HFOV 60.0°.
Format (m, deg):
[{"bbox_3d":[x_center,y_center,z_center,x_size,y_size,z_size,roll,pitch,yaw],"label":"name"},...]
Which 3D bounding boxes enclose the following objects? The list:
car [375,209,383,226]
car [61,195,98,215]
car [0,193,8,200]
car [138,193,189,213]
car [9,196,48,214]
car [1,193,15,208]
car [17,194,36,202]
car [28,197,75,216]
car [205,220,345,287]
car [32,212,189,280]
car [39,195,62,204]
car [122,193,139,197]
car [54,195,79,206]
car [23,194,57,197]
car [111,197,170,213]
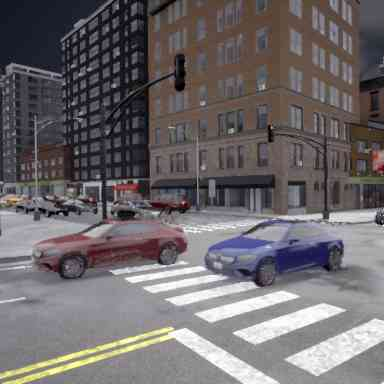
[{"bbox_3d":[13.879,1.322,21.616,4.553,1.767,2.097,1,-1,-36],"label":"car"},{"bbox_3d":[-10.607,1.336,31.280,1.812,1.442,4.674,-1,1,-44],"label":"car"},{"bbox_3d":[-40.843,0.885,70.680,1.947,1.339,4.313,0,1,-44],"label":"car"},{"bbox_3d":[-2.458,1.087,31.182,2.192,1.841,5.009,0,1,-44],"label":"car"},{"bbox_3d":[-16.243,1.375,33.137,1.947,1.339,4.313,0,1,-44],"label":"car"},{"bbox_3d":[-23.800,1.248,40.912,1.752,1.417,4.829,0,1,-44],"label":"car"},{"bbox_3d":[-29.328,1.044,58.832,1.802,1.307,4.206,0,1,-44],"label":"car"},{"bbox_3d":[-12.405,1.418,29.188,1.947,1.339,4.313,0,1,-44],"label":"car"},{"bbox_3d":[2.524,1.552,9.496,4.674,1.442,1.812,1,-1,-36],"label":"car"},{"bbox_3d":[-2.268,1.529,10.070,4.674,1.442,1.812,0,0,-35],"label":"car"},{"bbox_3d":[-21.651,1.136,50.933,1.802,1.307,4.206,0,1,-44],"label":"car"},{"bbox_3d":[-6.296,1.045,35.132,2.192,1.841,5.009,0,1,-44],"label":"car"},{"bbox_3d":[-17.812,1.181,46.983,1.802,1.307,4.206,0,1,-44],"label":"car"},{"bbox_3d":[-17.536,1.258,38.424,1.812,1.442,4.674,-1,1,-44],"label":"car"},{"bbox_3d":[-4.188,1.372,24.677,2.128,1.511,4.902,-1,1,-44],"label":"car"}]
